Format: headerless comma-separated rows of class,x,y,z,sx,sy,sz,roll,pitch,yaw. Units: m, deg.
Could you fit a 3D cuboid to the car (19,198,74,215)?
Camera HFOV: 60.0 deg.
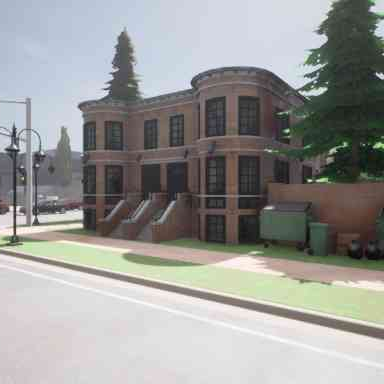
car,-14.802,1.505,33.568,1.837,1.490,4.892,0,0,34

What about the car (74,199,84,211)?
car,-14.974,1.478,39.563,1.882,1.535,5.008,0,0,33

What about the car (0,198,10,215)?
car,-20.189,1.352,31.957,2.097,1.767,4.553,0,0,35
